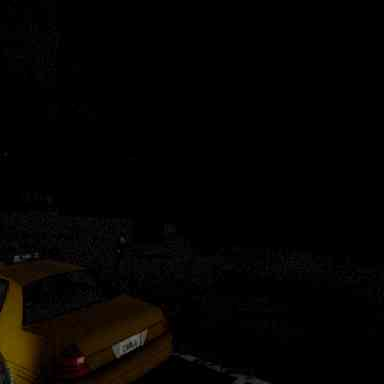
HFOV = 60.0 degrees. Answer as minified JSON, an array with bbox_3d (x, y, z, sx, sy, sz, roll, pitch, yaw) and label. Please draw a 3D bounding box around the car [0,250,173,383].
[{"bbox_3d":[-2.511,1.525,4.751,4.829,1.417,1.752,0,0,36],"label":"car"}]
